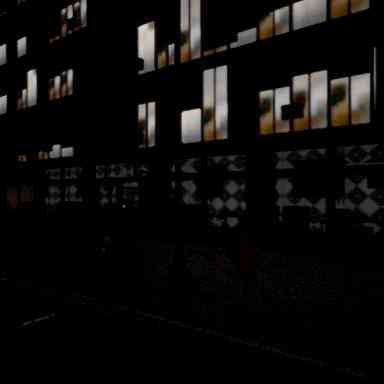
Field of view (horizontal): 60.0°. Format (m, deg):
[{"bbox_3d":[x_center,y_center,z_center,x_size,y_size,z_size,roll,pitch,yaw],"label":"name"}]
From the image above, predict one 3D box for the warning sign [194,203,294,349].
[{"bbox_3d":[0.845,1.126,5.186,1.060,1.860,1.300,0,0,35],"label":"warning sign"}]
